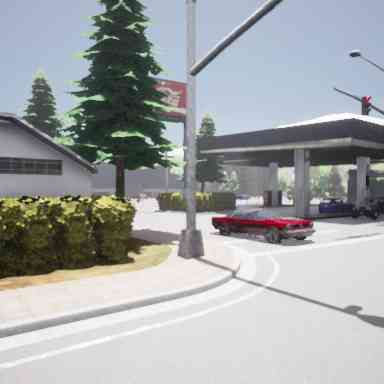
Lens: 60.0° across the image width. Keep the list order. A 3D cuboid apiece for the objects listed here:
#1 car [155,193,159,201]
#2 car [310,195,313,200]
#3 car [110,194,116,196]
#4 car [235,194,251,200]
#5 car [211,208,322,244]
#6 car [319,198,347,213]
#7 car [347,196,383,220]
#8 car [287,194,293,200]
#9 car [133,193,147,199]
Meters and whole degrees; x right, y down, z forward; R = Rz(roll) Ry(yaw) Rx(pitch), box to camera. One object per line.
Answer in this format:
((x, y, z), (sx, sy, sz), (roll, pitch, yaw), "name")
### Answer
((-5.996, 1.083, 71.511), (1.932, 1.855, 4.605), (0, 0, -36), "car")
((29.222, 1.309, 86.710), (2.007, 1.523, 4.514), (0, 0, -36), "car")
((-17.493, 1.287, 75.539), (2.007, 1.523, 4.514), (0, 0, -36), "car")
((12.619, 1.296, 84.082), (1.845, 1.501, 3.633), (0, 0, -36), "car")
((2.998, 1.405, 14.769), (1.895, 1.301, 4.718), (0, 0, -36), "car")
((15.484, 1.466, 35.369), (4.611, 1.667, 2.242), (0, 0, -36), "car")
((15.297, 1.301, 28.239), (3.866, 1.878, 1.905), (0, 0, -36), "car")
((26.714, 1.301, 84.826), (2.152, 1.636, 5.027), (0, 0, -36), "car")
((-13.662, 1.138, 87.426), (2.152, 1.636, 5.027), (0, 0, -36), "car")
